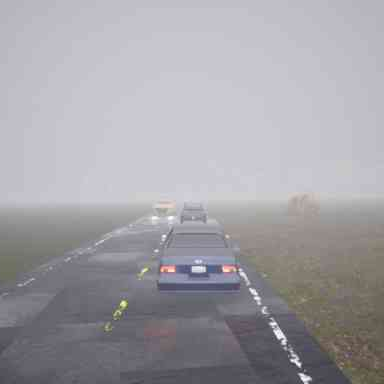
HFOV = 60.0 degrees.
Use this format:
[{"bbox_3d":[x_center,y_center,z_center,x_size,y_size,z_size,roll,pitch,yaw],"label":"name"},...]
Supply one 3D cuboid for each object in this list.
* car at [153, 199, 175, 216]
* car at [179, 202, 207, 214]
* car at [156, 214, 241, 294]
[{"bbox_3d":[-2.773,1.483,33.359,1.882,1.535,5.008,0,0,0],"label":"car"},{"bbox_3d":[0.100,1.498,24.427,2.128,1.511,4.902,0,0,0],"label":"car"},{"bbox_3d":[0.113,1.549,8.962,2.033,1.411,5.357,0,0,0],"label":"car"}]
